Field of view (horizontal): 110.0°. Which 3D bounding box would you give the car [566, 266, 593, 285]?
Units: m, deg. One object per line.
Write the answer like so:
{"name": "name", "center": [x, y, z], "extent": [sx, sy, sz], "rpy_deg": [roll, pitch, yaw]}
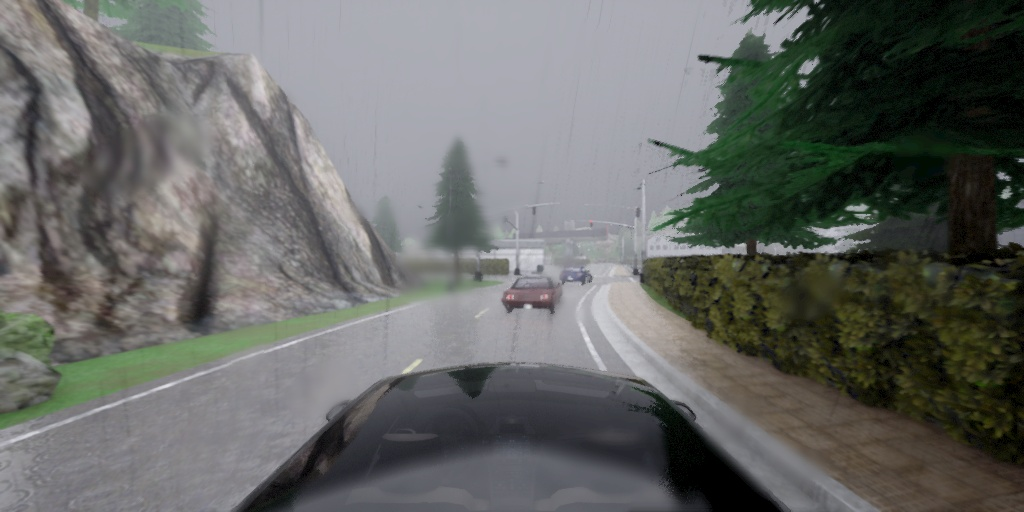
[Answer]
{"name": "car", "center": [5.334, 1.552, 29.319], "extent": [1.812, 1.442, 4.674], "rpy_deg": [0, -1, 22]}

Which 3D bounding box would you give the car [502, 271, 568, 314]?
{"name": "car", "center": [1.041, 1.479, 14.542], "extent": [1.895, 1.301, 4.718], "rpy_deg": [0, -1, 13]}
